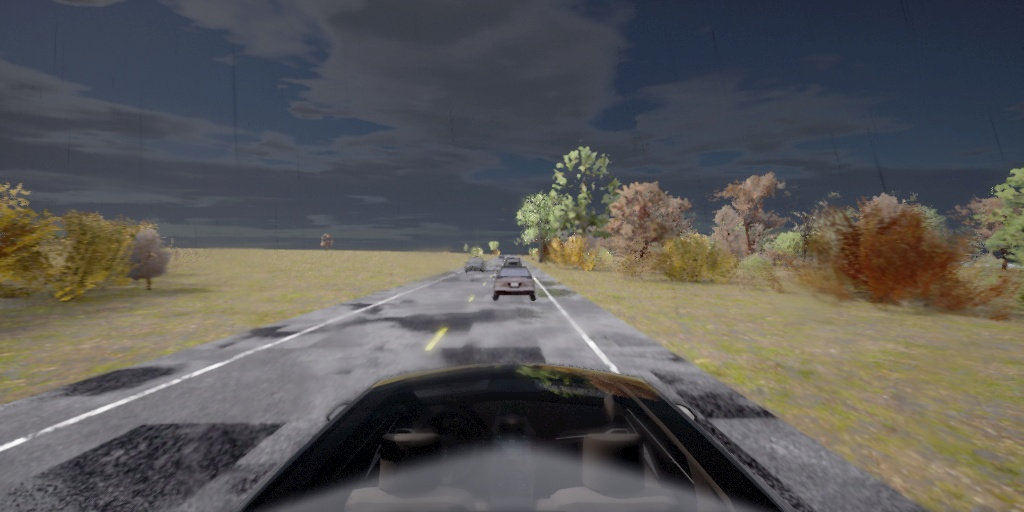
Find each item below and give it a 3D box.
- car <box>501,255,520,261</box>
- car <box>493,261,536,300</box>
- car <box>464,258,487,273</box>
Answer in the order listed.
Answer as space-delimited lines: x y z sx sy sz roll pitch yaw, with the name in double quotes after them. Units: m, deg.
0.096 0.914 35.660 1.837 1.490 4.892 0 1 0 "car"
0.098 1.146 16.682 2.033 1.411 5.357 0 1 0 "car"
-3.590 0.912 35.743 1.837 1.490 4.892 0 1 0 "car"
